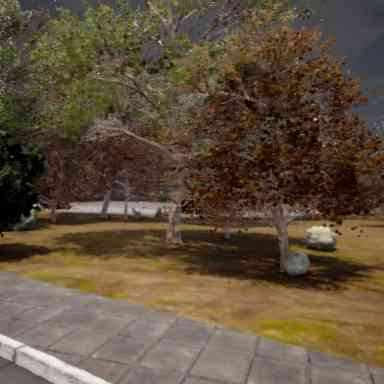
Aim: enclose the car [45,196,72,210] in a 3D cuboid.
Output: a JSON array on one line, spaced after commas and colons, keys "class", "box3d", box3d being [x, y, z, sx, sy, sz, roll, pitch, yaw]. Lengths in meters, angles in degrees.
[{"class": "car", "box3d": [-15.601, 1.143, 36.732, 2.097, 1.767, 4.553, 2, -3, 40]}]
